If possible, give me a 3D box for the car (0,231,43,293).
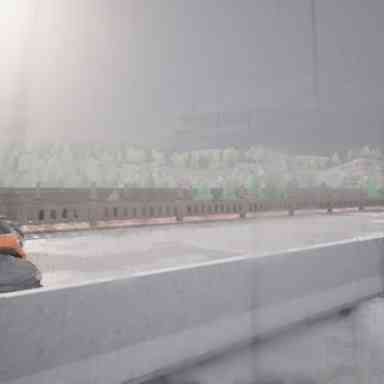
[{"bbox_3d":[-4.543,1.569,5.065,4.181,1.385,1.994,0,0,-35],"label":"car"}]

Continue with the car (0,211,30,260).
[{"bbox_3d":[-8.261,1.501,11.010,4.902,1.511,2.128,0,0,-36],"label":"car"}]

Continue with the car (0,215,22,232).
[{"bbox_3d":[-6.520,1.359,7.955,4.553,1.767,2.097,0,0,-36],"label":"car"}]
